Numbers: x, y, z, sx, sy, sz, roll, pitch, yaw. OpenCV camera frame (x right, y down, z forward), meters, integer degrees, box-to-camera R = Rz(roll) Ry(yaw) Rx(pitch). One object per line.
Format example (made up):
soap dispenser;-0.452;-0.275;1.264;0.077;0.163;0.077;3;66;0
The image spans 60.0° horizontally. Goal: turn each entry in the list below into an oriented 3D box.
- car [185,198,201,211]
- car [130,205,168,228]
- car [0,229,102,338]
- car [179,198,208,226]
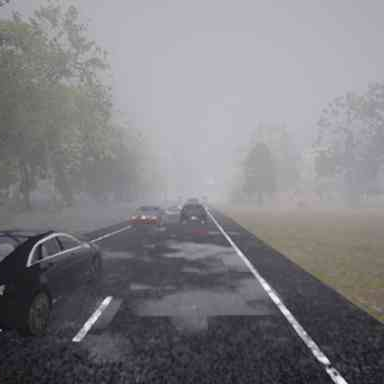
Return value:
car;0.117;1.496;42.422;1.837;1.490;4.892;0;0;0
car;-2.746;1.542;22.099;2.033;1.411;5.357;0;0;2
car;-3.249;1.489;6.603;2.128;1.511;4.902;0;0;1
car;0.109;1.472;23.538;1.882;1.535;5.008;0;0;0
